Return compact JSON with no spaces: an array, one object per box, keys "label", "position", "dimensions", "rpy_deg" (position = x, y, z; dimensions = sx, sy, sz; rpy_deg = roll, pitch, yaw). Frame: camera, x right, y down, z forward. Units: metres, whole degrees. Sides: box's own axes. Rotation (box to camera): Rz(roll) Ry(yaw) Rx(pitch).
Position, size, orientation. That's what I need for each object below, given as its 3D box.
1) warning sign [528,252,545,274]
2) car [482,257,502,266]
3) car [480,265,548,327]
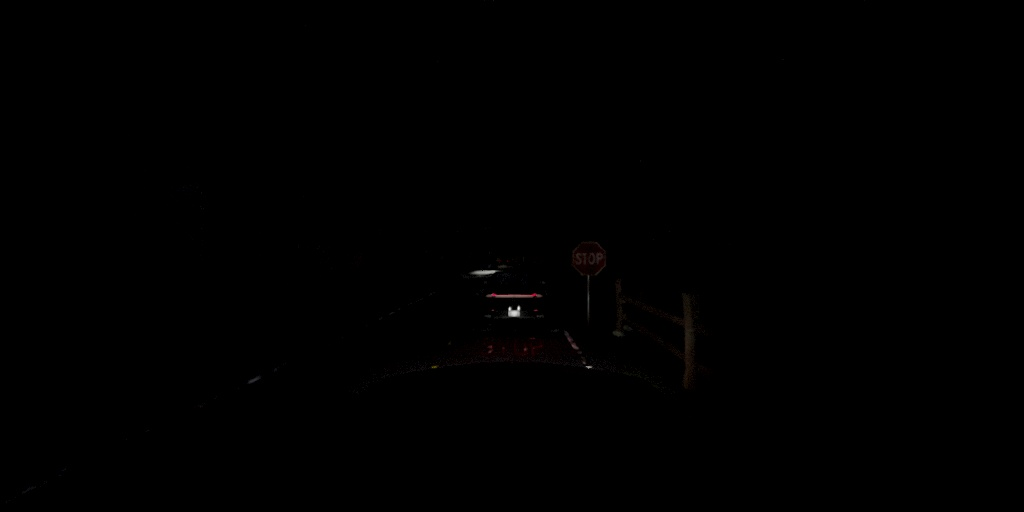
[{"label":"warning sign","position":[2.453,0.753,33.575],"dimensions":[1.300,1.860,1.060],"rpy_deg":[0,0,0]},{"label":"car","position":[-2.831,1.073,47.221],"dimensions":[2.128,1.511,4.902],"rpy_deg":[0,0,0]},{"label":"car","position":[0.069,1.211,11.406],"dimensions":[2.128,1.511,4.902],"rpy_deg":[0,0,0]}]
